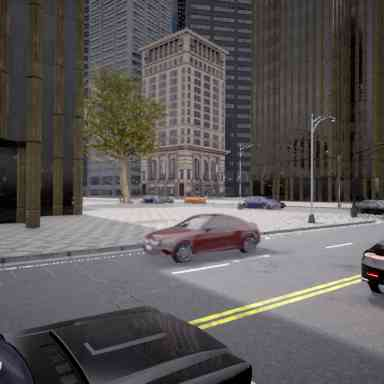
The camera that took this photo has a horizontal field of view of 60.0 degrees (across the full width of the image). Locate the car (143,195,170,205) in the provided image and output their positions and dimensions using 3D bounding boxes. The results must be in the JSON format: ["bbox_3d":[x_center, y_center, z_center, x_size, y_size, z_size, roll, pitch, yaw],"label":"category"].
[{"bbox_3d":[-6.611,1.301,58.109,2.097,1.767,4.553,1,0,-42],"label":"car"}]

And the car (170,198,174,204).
[{"bbox_3d":[-5.354,1.488,61.551,1.837,1.490,4.892,1,-1,-43],"label":"car"}]

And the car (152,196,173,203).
[{"bbox_3d":[-6.418,1.570,72.102,1.812,1.442,4.674,1,-1,-45],"label":"car"}]

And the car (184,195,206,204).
[{"bbox_3d":[0.541,1.399,64.915,2.097,1.767,4.553,1,-1,-43],"label":"car"}]

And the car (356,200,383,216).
[{"bbox_3d":[16.199,1.443,28.700,2.128,1.511,4.902,1,0,-17],"label":"car"}]

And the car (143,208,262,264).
[{"bbox_3d":[0.513,1.526,12.011,4.674,1.442,1.812,0,0,-35],"label":"car"}]

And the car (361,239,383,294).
[{"bbox_3d":[5.774,1.492,7.556,4.902,1.511,2.128,0,0,-35],"label":"car"}]

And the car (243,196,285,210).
[{"bbox_3d":[8.504,1.305,40.638,2.097,1.767,4.553,1,0,-39],"label":"car"}]

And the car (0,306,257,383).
[{"bbox_3d":[-1.747,1.601,2.195,4.718,1.301,1.895,0,0,-36],"label":"car"}]

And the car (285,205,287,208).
[{"bbox_3d":[10.248,1.549,43.641,1.994,1.385,4.181,1,0,-39],"label":"car"}]
